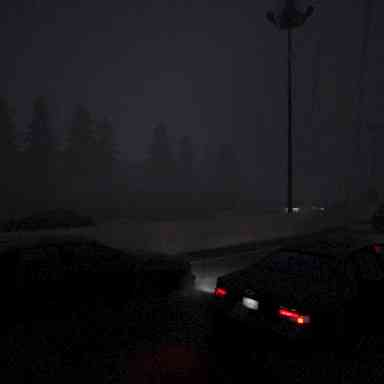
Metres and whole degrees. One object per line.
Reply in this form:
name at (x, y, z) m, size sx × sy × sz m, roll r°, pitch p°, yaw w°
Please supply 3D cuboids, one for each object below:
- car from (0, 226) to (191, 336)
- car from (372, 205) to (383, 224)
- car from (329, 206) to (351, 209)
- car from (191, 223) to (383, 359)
car at (-2.526, 1.566, 6.386) m, size 5.357 × 1.411 × 2.033 m, roll 0°, pitch 0°, yaw -37°
car at (12.494, 1.512, 20.335) m, size 2.128 × 1.511 × 4.902 m, roll 0°, pitch 0°, yaw 42°
car at (17.296, 1.575, 38.840) m, size 1.812 × 1.442 × 4.674 m, roll 0°, pitch 0°, yaw 31°
car at (2.740, 1.556, 6.075) m, size 5.357 × 1.411 × 2.033 m, roll 0°, pitch 0°, yaw -39°
